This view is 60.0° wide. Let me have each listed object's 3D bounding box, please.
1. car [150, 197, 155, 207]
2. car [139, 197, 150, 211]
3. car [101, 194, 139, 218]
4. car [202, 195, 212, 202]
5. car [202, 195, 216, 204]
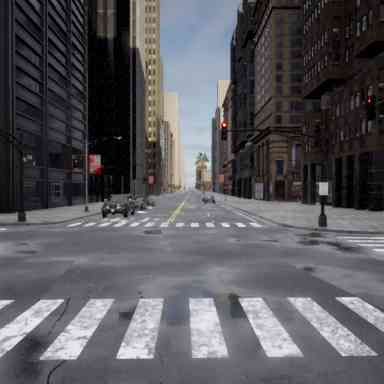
[{"bbox_3d":[-6.676,1.497,50.504,1.994,1.385,4.181,0,0,-1],"label":"car"},{"bbox_3d":[-6.653,1.456,40.481,1.837,1.490,4.892,0,0,0],"label":"car"},{"bbox_3d":[-6.646,1.191,30.607,2.150,2.045,5.566,0,0,0],"label":"car"},{"bbox_3d":[3.195,1.417,70.968,1.812,1.442,4.674,0,0,0],"label":"car"},{"bbox_3d":[3.250,1.438,61.047,1.812,1.442,4.674,0,0,0],"label":"car"}]
